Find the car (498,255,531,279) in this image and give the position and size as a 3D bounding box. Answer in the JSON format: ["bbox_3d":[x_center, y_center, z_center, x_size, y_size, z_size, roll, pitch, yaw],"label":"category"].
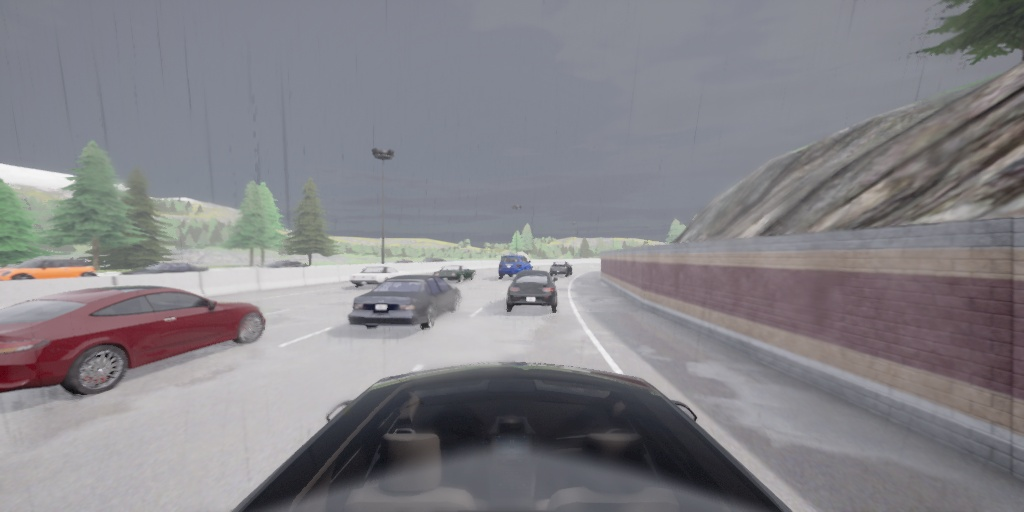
[{"bbox_3d":[0.353,0.974,32.137,2.150,2.045,5.566,0,0,13],"label":"car"}]

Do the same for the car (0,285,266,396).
[{"bbox_3d":[-6.724,1.255,6.450,1.812,1.442,4.674,0,0,2],"label":"car"}]

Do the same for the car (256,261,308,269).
[{"bbox_3d":[-21.114,1.190,33.050,1.837,1.490,4.892,0,0,12],"label":"car"}]

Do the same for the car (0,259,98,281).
[{"bbox_3d":[-29.969,1.009,22.880,2.097,1.767,4.553,0,0,8],"label":"car"}]

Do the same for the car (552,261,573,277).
[{"bbox_3d":[4.968,1.259,35.906,2.128,1.511,4.902,0,0,15],"label":"car"}]

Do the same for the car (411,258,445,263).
[{"bbox_3d":[-12.098,1.066,52.229,2.097,1.767,4.553,0,0,17],"label":"car"}]

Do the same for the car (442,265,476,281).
[{"bbox_3d":[-4.252,1.339,27.411,1.895,1.301,4.718,0,0,11],"label":"car"}]

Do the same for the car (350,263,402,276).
[{"bbox_3d":[-8.488,1.325,23.601,1.895,1.301,4.718,0,0,9],"label":"car"}]

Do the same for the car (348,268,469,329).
[{"bbox_3d":[-2.973,1.289,11.179,2.033,1.411,5.357,0,0,4],"label":"car"}]

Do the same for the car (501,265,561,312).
[{"bbox_3d":[0.844,1.279,14.251,1.812,1.442,4.674,0,0,5],"label":"car"}]

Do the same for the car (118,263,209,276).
[{"bbox_3d":[-25.865,1.217,26.989,2.033,1.411,5.357,0,0,10],"label":"car"}]
